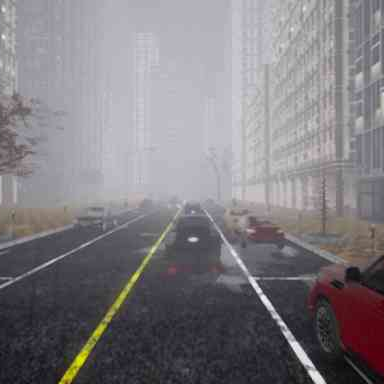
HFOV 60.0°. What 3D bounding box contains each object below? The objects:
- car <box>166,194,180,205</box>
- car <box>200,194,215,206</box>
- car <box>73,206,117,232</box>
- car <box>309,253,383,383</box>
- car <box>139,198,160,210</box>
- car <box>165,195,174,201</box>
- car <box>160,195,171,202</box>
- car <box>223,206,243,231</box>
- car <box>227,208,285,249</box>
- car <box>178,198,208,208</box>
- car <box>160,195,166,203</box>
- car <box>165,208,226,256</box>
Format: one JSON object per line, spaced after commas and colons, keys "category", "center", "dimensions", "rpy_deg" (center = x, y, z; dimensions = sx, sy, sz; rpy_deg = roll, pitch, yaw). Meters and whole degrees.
{"category": "car", "center": [-2.977, 1.367, 57.283], "dimensions": [1.882, 1.535, 5.008], "rpy_deg": [0, 0, 1]}
{"category": "car", "center": [2.777, 1.447, 53.587], "dimensions": [2.008, 1.369, 4.403], "rpy_deg": [1, 0, 0]}
{"category": "car", "center": [-5.654, 1.516, 19.732], "dimensions": [2.008, 1.369, 4.403], "rpy_deg": [1, 0, 0]}
{"category": "car", "center": [2.705, 1.310, 2.814], "dimensions": [2.192, 1.841, 5.009], "rpy_deg": [1, 0, 0]}
{"category": "car", "center": [-5.620, 1.466, 42.303], "dimensions": [1.887, 1.381, 4.507], "rpy_deg": [1, 0, 0]}
{"category": "car", "center": [-5.563, 1.401, 81.802], "dimensions": [1.947, 1.339, 4.313], "rpy_deg": [1, 0, 0]}
{"category": "car", "center": [-5.579, 1.405, 70.517], "dimensions": [1.887, 1.381, 4.507], "rpy_deg": [1, 0, 0]}
{"category": "car", "center": [2.727, 1.490, 19.908], "dimensions": [1.752, 1.417, 4.829], "rpy_deg": [1, 0, 0]}
{"category": "car", "center": [2.718, 1.557, 14.097], "dimensions": [1.802, 1.307, 4.206], "rpy_deg": [1, 0, 0]}
{"category": "car", "center": [0.090, 1.514, 28.006], "dimensions": [1.994, 1.385, 4.181], "rpy_deg": [0, 0, 1]}
{"category": "car", "center": [-5.588, 1.399, 64.704], "dimensions": [1.752, 1.417, 4.829], "rpy_deg": [1, 0, 0]}
{"category": "car", "center": [0.066, 1.542, 13.038], "dimensions": [1.994, 1.385, 4.181], "rpy_deg": [0, 0, 1]}
